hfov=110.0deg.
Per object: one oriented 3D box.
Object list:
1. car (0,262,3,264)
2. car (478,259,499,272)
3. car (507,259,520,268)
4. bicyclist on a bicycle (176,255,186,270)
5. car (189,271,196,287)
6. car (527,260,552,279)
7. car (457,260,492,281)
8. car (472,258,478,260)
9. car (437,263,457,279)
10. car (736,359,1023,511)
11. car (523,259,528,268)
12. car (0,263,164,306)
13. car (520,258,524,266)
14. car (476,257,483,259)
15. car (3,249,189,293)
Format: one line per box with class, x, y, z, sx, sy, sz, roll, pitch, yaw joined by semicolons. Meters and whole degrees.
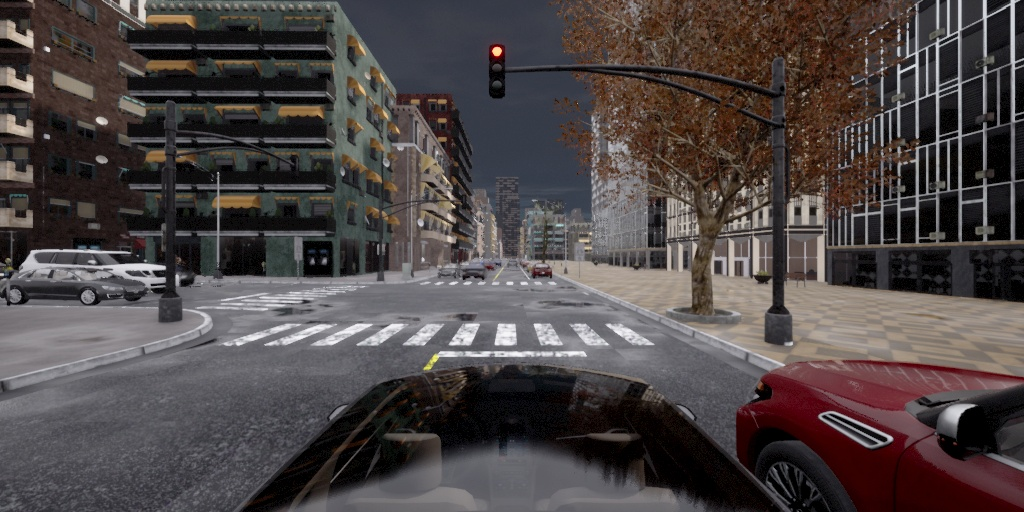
car;-33.192;0.869;21.766;4.403;1.370;2.007;0;0;-1
car;-3.108;1.374;46.078;1.895;1.301;4.718;0;0;0
car;0.087;1.287;64.453;2.128;1.511;4.902;0;0;0
bicyclist on a bicycle;-23.173;0.761;24.817;0.582;1.620;1.656;1;0;-1
car;-19.738;1.065;19.329;4.181;1.385;1.994;1;0;-1
car;2.685;1.306;32.977;1.888;1.381;4.507;0;0;0
car;-3.107;1.307;30.774;2.033;1.411;5.357;0;0;0
car;-5.698;1.322;44.041;2.007;1.370;4.403;0;0;0
car;-5.696;1.311;32.976;2.007;1.370;4.403;0;0;0
car;2.692;1.065;0.590;2.192;1.841;5.009;0;0;0
car;2.682;1.296;44.213;1.751;1.417;4.829;0;0;0
car;-16.437;1.091;13.558;4.403;1.370;2.007;0;0;-1
car;2.679;1.373;60.640;1.802;1.307;4.207;0;0;0
car;-5.700;1.224;55.106;1.967;1.591;4.097;0;0;0
car;-18.430;0.738;16.126;5.566;2.045;2.150;1;0;-1
